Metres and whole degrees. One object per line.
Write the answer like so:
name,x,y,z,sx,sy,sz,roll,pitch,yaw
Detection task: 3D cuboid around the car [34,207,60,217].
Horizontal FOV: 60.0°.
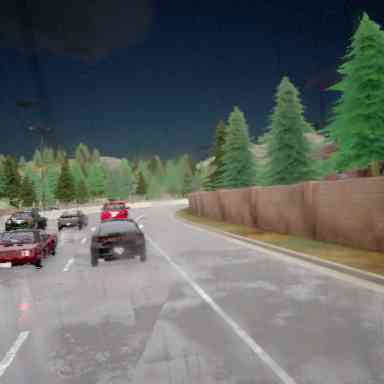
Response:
car,-24.970,3.411,57.581,1.837,1.490,4.892,-3,-1,7

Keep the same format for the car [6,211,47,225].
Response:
car,-13.279,2.323,26.924,2.097,1.767,4.553,-3,-1,-10

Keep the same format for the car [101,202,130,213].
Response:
car,-6.325,1.853,27.561,2.150,2.045,5.566,-3,0,-11

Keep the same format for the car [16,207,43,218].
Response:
car,-28.398,3.592,58.451,1.837,1.490,4.892,-3,-1,7

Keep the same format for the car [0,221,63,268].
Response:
car,-6.378,2.065,12.633,1.895,1.301,4.718,-3,-1,-13

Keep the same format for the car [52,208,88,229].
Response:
car,-9.894,2.305,27.830,2.128,1.511,4.902,-3,-1,-10

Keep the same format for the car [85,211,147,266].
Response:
car,-2.902,1.772,13.090,1.882,1.535,5.008,-3,-1,-13
